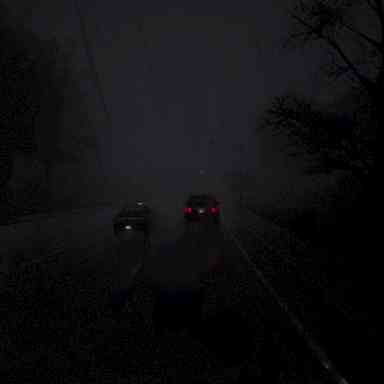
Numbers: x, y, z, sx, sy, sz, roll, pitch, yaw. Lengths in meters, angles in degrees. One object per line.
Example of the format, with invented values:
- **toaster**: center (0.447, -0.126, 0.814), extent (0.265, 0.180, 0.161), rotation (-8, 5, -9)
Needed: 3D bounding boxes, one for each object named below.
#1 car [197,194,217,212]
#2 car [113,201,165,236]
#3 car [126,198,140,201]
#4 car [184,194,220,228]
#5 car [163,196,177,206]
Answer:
- **car**: center (1.893, 1.229, 40.541), extent (2.150, 2.045, 5.566), rotation (0, 0, 5)
- **car**: center (-2.980, 1.493, 18.470), extent (2.128, 1.511, 4.902), rotation (0, 0, 2)
- **car**: center (-8.275, 1.568, 46.673), extent (1.994, 1.385, 4.181), rotation (0, 0, 6)
- **car**: center (0.677, 1.223, 22.182), extent (2.150, 2.045, 5.566), rotation (0, 0, 3)
- **car**: center (-3.673, 1.501, 56.583), extent (2.128, 1.511, 4.902), rotation (0, 0, 7)
